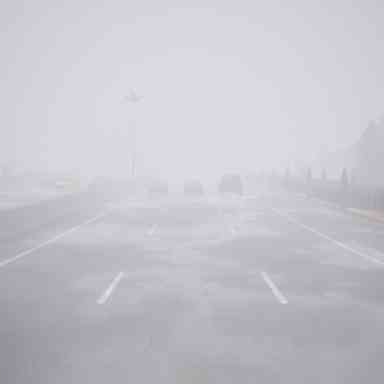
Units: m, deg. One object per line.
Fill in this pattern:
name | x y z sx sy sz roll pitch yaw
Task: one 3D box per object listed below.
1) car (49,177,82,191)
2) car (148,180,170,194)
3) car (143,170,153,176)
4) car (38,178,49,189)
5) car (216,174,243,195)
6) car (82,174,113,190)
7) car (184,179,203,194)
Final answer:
car | -14.026 -0.973 37.926 1.882 1.535 5.008 0 5 0
car | -3.361 -0.611 34.561 1.994 1.385 4.181 0 5 0
car | -10.366 -4.333 78.859 1.837 1.490 4.892 0 2 0
car | -17.511 -1.170 41.890 1.895 1.301 4.718 0 5 0
car | 3.636 -0.815 32.847 2.150 2.045 5.566 0 5 0
car | -10.524 -1.120 38.199 2.097 1.767 4.553 0 5 0
car | 0.141 -0.626 34.747 1.994 1.385 4.181 0 5 0
